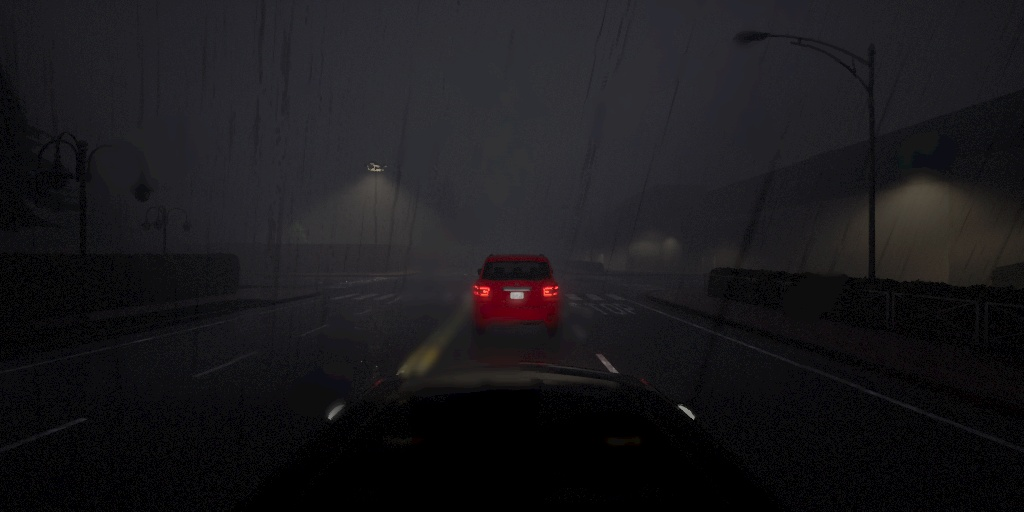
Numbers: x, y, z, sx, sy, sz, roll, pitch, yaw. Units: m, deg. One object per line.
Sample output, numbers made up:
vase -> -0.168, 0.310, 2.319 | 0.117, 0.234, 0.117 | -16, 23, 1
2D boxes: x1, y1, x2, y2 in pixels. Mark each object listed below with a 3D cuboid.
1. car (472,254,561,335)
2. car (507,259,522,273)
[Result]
car -> 0.118, 0.971, 10.658 | 2.150, 2.045, 5.566 | 0, 0, 0
car -> 0.340, 1.228, 45.516 | 1.882, 1.535, 5.008 | 0, 0, 1
